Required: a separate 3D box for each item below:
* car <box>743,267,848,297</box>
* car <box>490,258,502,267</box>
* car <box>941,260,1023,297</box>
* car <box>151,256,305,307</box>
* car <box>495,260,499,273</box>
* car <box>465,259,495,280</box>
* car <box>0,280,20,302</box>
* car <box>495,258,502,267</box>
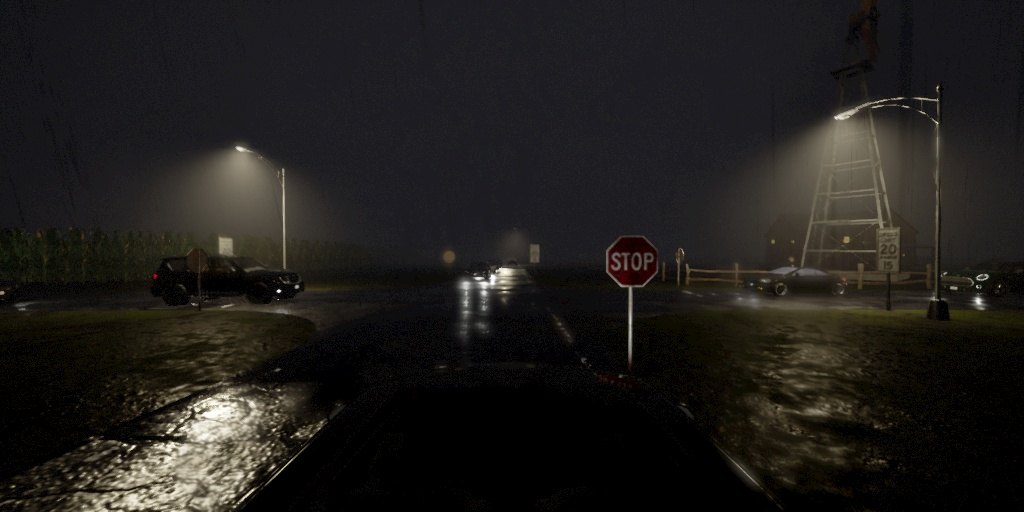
[{"bbox_3d":[13.994,1.232,17.859,4.181,1.385,1.994,0,1,3],"label":"car"},{"bbox_3d":[-2.717,1.159,62.611,1.882,1.535,5.008,0,0,1],"label":"car"},{"bbox_3d":[23.973,0.986,17.546,4.553,1.767,2.097,0,1,2],"label":"car"},{"bbox_3d":[-12.267,1.017,15.682,5.566,2.045,2.150,0,1,-3],"label":"car"},{"bbox_3d":[-2.794,1.315,40.833,1.895,1.301,4.718,0,0,0],"label":"car"},{"bbox_3d":[-2.856,1.232,31.053,1.837,1.490,4.892,0,0,2],"label":"car"},{"bbox_3d":[-24.611,1.322,15.519,5.008,1.535,1.882,0,1,0],"label":"car"},{"bbox_3d":[-2.764,1.248,51.146,2.033,1.411,5.357,0,0,0],"label":"car"}]
